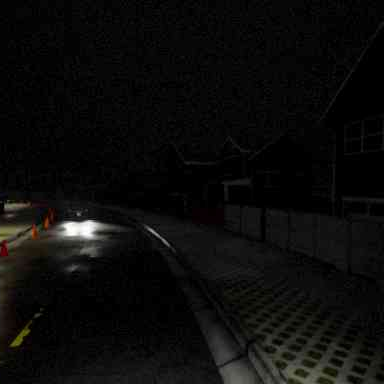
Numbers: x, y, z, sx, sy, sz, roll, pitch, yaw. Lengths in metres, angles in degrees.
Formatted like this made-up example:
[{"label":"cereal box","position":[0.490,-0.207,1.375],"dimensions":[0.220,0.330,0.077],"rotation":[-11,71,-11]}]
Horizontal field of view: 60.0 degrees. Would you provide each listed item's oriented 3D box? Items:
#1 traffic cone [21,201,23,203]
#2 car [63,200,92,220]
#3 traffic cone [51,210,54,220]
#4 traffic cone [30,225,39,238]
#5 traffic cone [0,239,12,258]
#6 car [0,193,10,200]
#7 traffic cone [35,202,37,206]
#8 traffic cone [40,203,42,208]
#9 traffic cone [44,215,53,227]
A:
[{"label":"traffic cone","position":[-27.942,1.544,54.620],"dimensions":[0.340,0.580,0.340],"rotation":[-1,1,-40]},{"label":"car","position":[-9.282,1.380,26.897],"dimensions":[2.128,1.511,4.902],"rotation":[0,0,-22]},{"label":"traffic cone","position":[-10.668,1.858,25.297],"dimensions":[0.340,0.580,0.340],"rotation":[0,0,-21]},{"label":"traffic cone","position":[-7.578,1.890,16.034],"dimensions":[0.340,0.580,0.340],"rotation":[0,0,-16]},{"label":"traffic cone","position":[-6.361,1.902,11.303],"dimensions":[0.340,0.580,0.340],"rotation":[0,0,-13]},{"label":"car","position":[-39.242,0.926,68.037],"dimensions":[4.674,1.442,1.812],"rotation":[0,1,34]},{"label":"traffic cone","position":[-22.039,1.654,46.843],"dimensions":[0.340,0.580,0.340],"rotation":[-1,1,-35]},{"label":"traffic cone","position":[-19.367,1.708,42.756],"dimensions":[0.340,0.580,0.340],"rotation":[-1,1,-32]},{"label":"traffic cone","position":[-9.015,1.878,20.702],"dimensions":[0.340,0.580,0.340],"rotation":[0,0,-18]}]
